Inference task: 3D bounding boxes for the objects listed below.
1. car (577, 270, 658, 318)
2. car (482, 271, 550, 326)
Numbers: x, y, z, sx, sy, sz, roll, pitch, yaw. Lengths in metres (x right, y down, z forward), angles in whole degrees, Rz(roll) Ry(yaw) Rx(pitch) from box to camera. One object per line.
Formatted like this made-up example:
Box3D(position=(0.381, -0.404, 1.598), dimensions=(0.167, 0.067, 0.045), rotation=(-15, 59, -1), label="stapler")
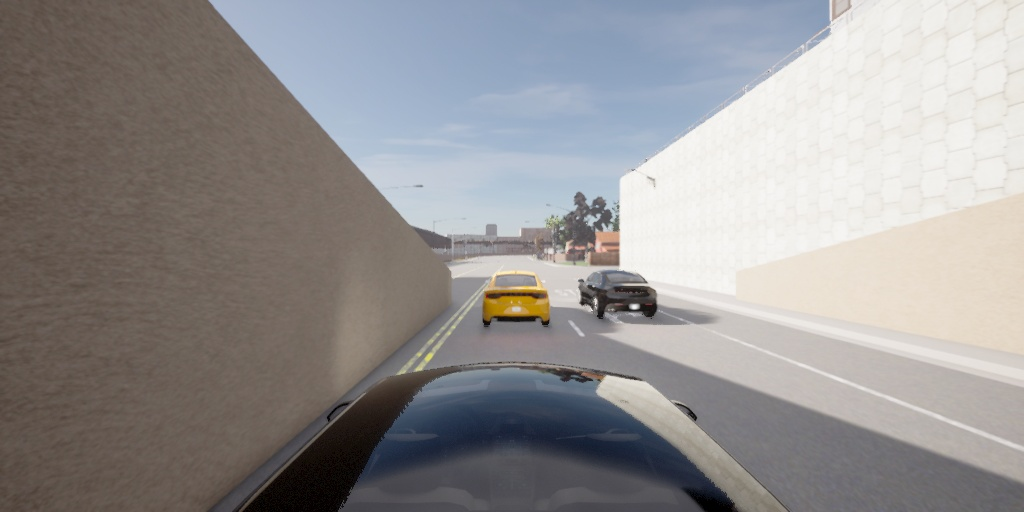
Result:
Box3D(position=(3.599, 1.235, 12.945), dimensions=(1.837, 1.490, 4.892), rotation=(0, 0, 0), label="car")
Box3D(position=(0.113, 1.210, 11.667), dimensions=(1.882, 1.535, 5.008), rotation=(0, 0, 0), label="car")
